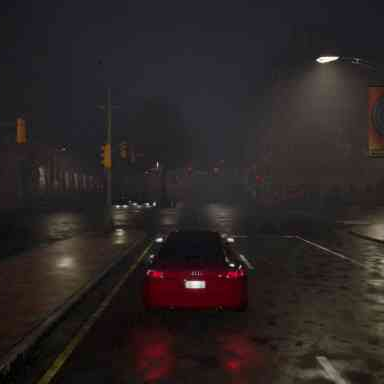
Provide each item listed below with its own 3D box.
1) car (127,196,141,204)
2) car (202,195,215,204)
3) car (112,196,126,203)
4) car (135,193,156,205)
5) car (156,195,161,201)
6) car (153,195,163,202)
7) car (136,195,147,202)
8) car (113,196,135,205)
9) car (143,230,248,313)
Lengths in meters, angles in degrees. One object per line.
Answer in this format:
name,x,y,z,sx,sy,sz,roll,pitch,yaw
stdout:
car,-11.565,1.564,66.178,1.994,1.385,4.181,0,0,0
car,3.556,1.564,66.296,1.994,1.385,4.181,0,0,0
car,-14.789,1.595,67.840,1.895,1.301,4.718,0,0,0
car,-8.114,1.221,58.599,2.150,2.045,5.566,0,0,0
car,-8.044,1.601,68.399,1.895,1.301,4.718,0,0,0
car,-8.045,1.500,78.602,1.837,1.490,4.892,0,0,0
car,-11.544,1.478,76.597,1.882,1.535,5.008,0,0,0
car,-11.615,1.564,56.884,1.994,1.385,4.181,0,0,0
car,0.070,1.564,7.736,1.994,1.385,4.181,0,0,0
